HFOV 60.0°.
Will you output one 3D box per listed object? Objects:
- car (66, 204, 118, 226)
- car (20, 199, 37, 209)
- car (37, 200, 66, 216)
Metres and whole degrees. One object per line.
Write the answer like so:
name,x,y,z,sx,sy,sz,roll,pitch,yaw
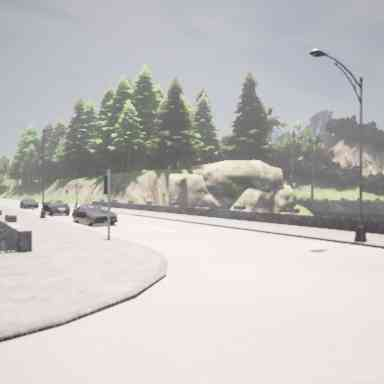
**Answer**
car,-7.168,1.597,24.097,2.033,1.411,5.357,0,0,-35
car,-22.358,1.603,45.634,2.033,1.411,5.357,0,0,-35
car,-13.537,1.544,33.088,2.128,1.511,4.902,0,0,-35
